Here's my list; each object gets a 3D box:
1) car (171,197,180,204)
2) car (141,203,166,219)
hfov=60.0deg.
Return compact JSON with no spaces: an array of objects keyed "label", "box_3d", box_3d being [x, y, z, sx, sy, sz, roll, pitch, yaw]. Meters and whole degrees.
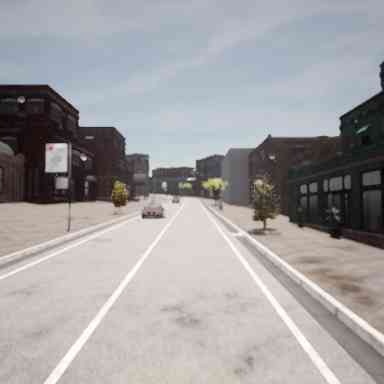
[{"label":"car","box_3d":[-3.474,1.763,71.936,1.837,1.490,4.892,0,0,0]},{"label":"car","box_3d":[-3.553,1.761,31.162,1.994,1.385,4.181,0,0,0]}]
